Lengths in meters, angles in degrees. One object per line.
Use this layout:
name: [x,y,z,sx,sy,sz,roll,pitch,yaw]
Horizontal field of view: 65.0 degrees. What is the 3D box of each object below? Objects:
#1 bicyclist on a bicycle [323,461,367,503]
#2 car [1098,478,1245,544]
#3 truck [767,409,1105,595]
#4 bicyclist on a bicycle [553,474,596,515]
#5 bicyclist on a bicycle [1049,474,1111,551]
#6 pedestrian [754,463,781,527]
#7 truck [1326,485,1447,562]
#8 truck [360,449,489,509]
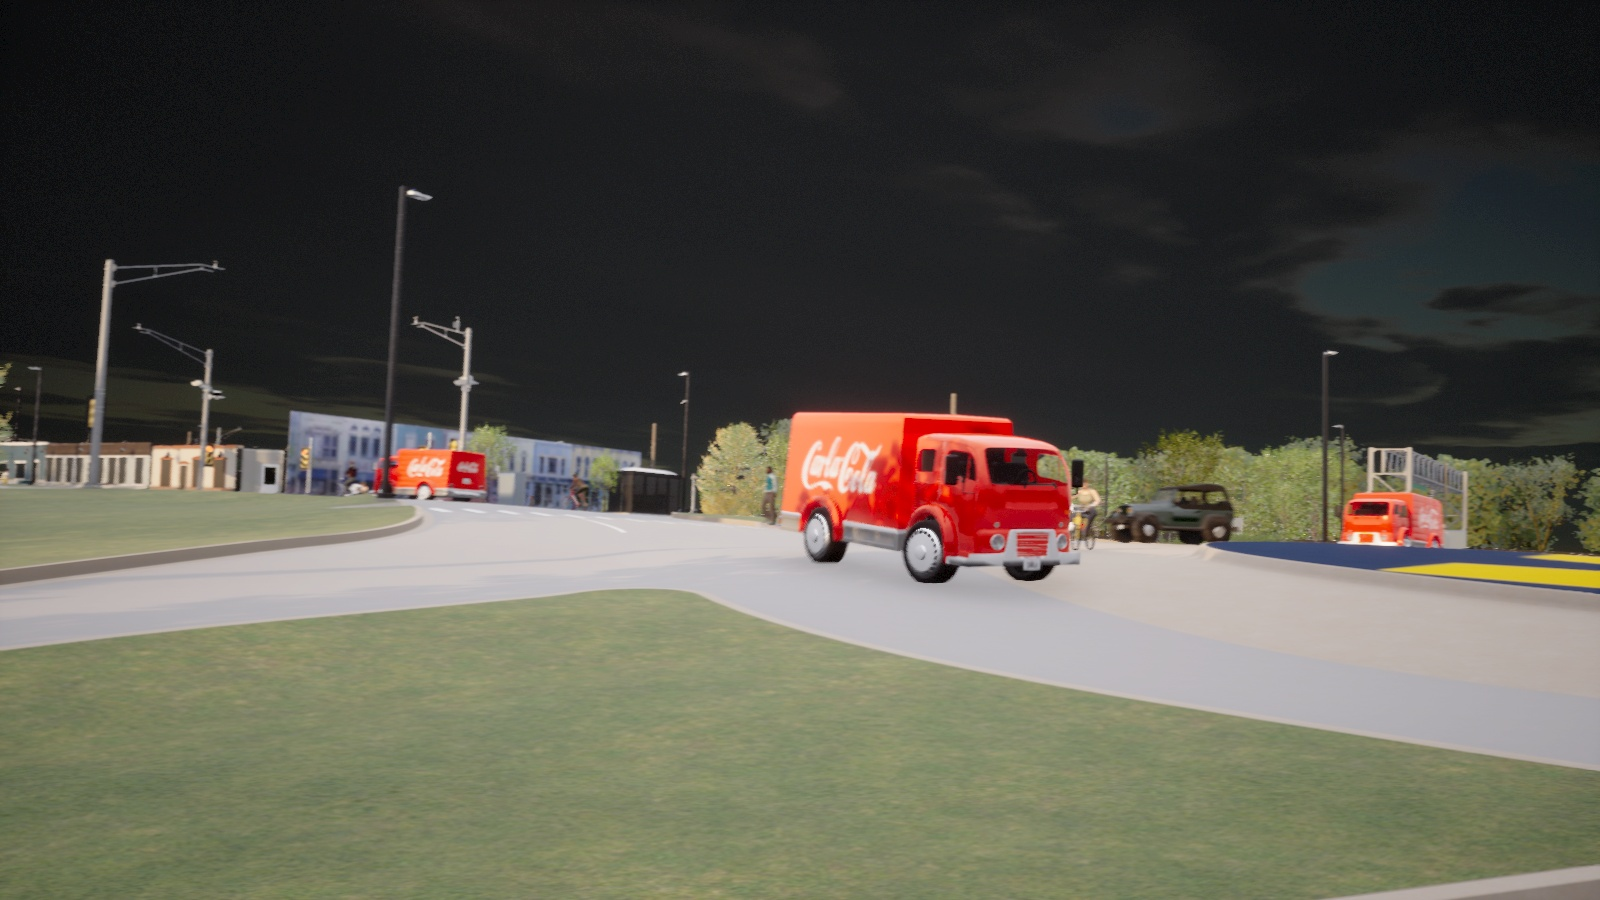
bicyclist on a bicycle: [-19.843,1.407,54.782,1.843,1.776,0.659,0,-5,29]
car: [11.358,1.900,38.522,3.866,1.878,1.905,2,-5,-11]
truck: [1.931,0.663,19.819,2.627,2.467,5.204,2,1,-30]
bicyclist on a bicycle: [-9.406,1.841,52.444,1.656,1.620,0.582,1,-4,29]
bicyclist on a bicycle: [6.133,1.365,27.449,0.866,1.612,1.509,-1,-3,32]
pedestrian: [-1.008,1.407,38.898,0.692,1.930,0.396,4,-5,-32]
truck: [21.844,2.770,46.669,2.627,2.467,5.204,-2,-8,42]
truck: [-16.982,1.313,56.770,5.204,2.467,2.627,0,-5,31]
